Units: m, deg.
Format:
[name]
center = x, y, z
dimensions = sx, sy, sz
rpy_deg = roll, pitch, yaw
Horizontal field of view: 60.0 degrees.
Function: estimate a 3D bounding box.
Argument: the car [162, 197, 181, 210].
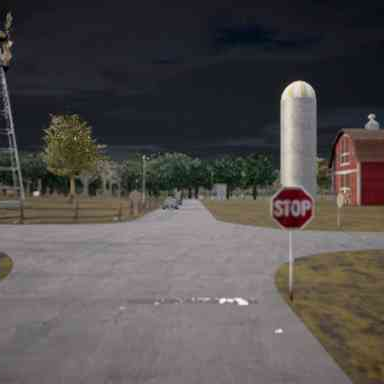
[car]
center = -2.727, 1.522, 42.803
dimensions = 1.837, 1.490, 4.892
rpy_deg = 0, 0, 0
